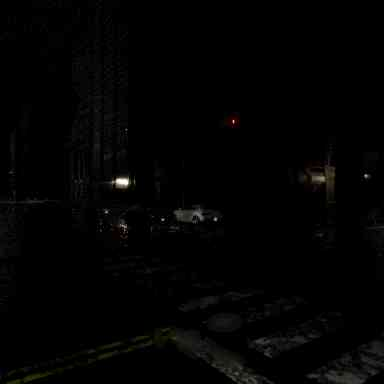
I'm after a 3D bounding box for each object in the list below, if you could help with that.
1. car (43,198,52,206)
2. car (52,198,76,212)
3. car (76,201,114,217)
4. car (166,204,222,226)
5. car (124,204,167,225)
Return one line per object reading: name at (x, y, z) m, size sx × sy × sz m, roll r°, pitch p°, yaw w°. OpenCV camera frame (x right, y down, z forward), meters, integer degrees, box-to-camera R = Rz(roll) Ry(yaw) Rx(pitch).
car at (-26.506, 1.802, 62.428) m, size 2.128 × 1.511 × 4.902 m, roll 1°, pitch -1°, yaw -36°
car at (-15.478, 1.724, 41.408) m, size 2.033 × 1.411 × 5.357 m, roll 1°, pitch -1°, yaw -34°
car at (-9.324, 1.620, 32.722) m, size 2.128 × 1.511 × 4.902 m, roll 1°, pitch -1°, yaw -36°
car at (0.268, 1.623, 24.514) m, size 1.812 × 1.442 × 4.674 m, roll 0°, pitch 0°, yaw -36°
car at (-3.370, 1.607, 24.360) m, size 1.812 × 1.442 × 4.674 m, roll 1°, pitch -1°, yaw -37°
